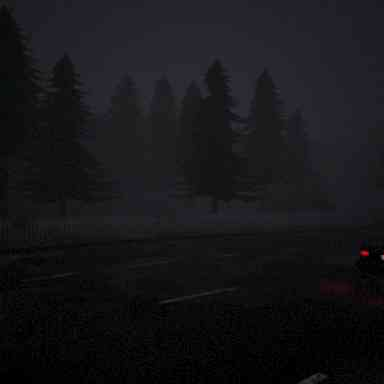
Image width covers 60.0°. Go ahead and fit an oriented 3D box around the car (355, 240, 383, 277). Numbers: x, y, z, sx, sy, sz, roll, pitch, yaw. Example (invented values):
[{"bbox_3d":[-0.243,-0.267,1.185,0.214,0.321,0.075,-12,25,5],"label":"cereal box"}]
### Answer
[{"bbox_3d":[6.897,1.639,8.950,5.357,1.411,2.033,1,0,-25],"label":"car"}]
